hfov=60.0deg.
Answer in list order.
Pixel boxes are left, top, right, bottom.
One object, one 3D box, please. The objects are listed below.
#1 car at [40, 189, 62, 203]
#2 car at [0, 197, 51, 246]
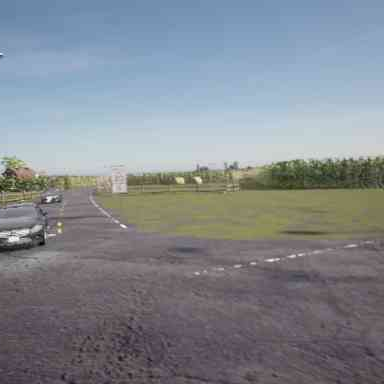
[{"bbox_3d":[-15.202,0.423,35.957,2.128,1.511,4.902,-4,3,-19],"label":"car"},{"bbox_3d":[-6.597,1.189,12.816,1.812,1.442,4.674,-4,3,-22],"label":"car"}]
